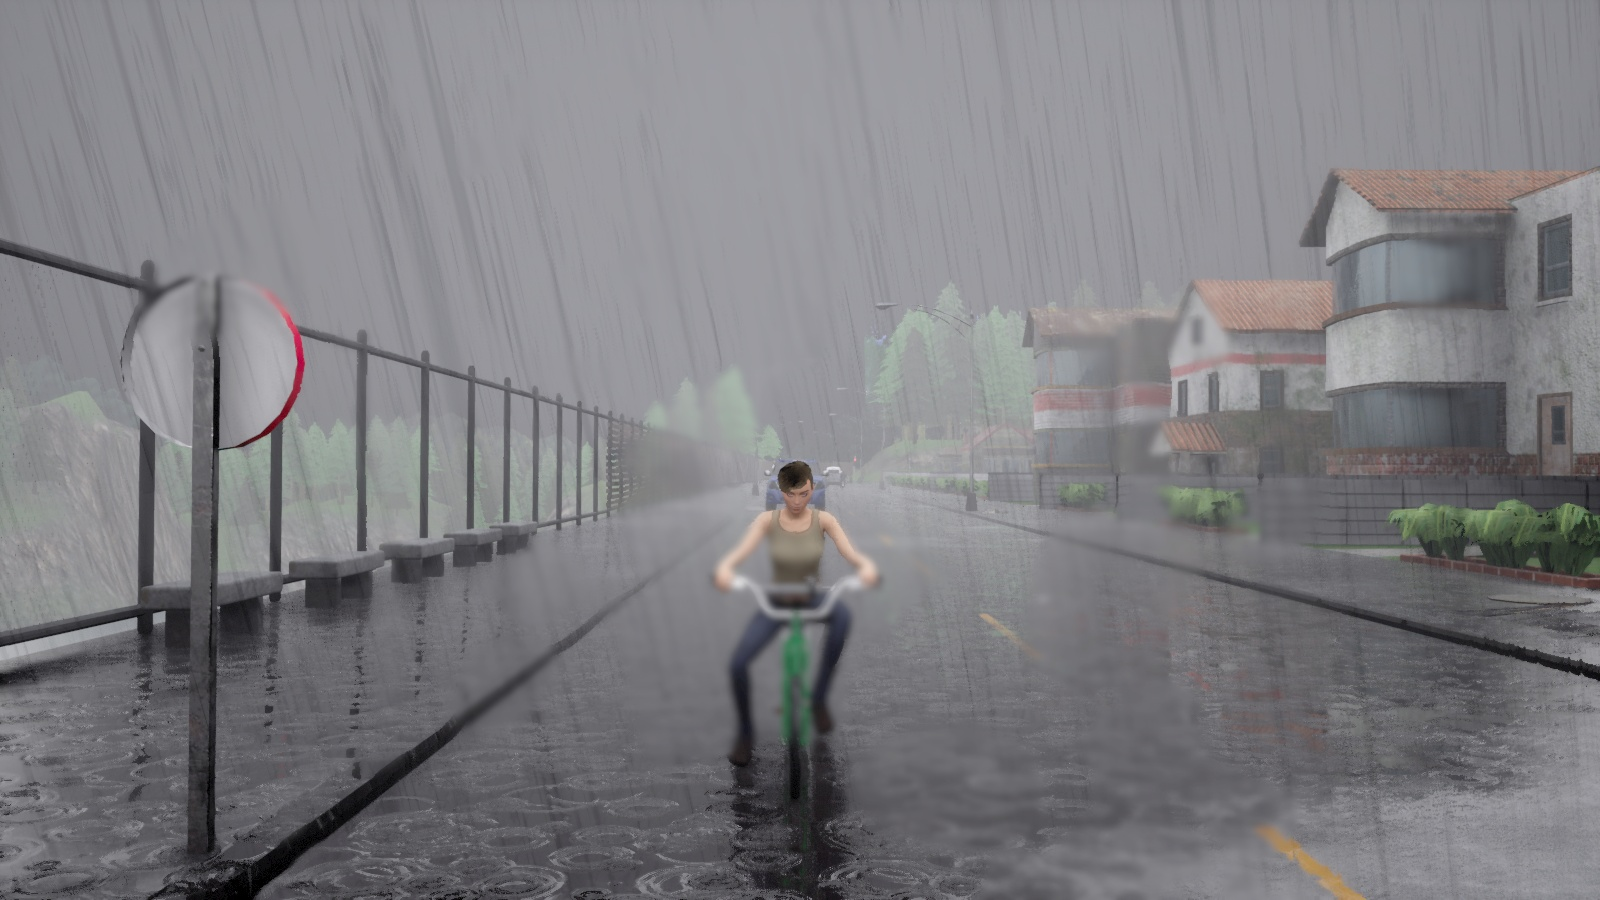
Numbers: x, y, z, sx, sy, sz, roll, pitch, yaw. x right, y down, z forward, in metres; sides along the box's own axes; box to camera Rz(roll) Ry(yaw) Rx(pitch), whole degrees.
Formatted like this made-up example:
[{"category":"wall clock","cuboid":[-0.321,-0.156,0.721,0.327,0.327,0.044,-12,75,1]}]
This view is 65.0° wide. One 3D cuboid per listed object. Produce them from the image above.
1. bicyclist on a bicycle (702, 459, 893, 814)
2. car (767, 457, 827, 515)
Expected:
[{"category":"bicyclist on a bicycle","cuboid":[-0.011,0.860,6.478,0.866,1.612,1.509,0,-1,0]},{"category":"car","cuboid":[-0.116,1.329,47.440,2.150,2.045,5.566,0,-1,0]}]
